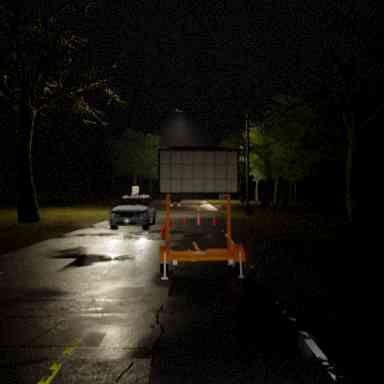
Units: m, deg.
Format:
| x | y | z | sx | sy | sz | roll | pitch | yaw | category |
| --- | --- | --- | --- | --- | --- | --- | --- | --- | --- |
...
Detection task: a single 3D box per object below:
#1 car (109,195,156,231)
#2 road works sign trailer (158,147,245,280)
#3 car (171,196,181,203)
| x | y | z | sx | sy | sz | roll | pitch | yaw | category |
| --- | --- | --- | --- | --- | --- | --- | --- | --- | --- |
| -3.554 | 1.218 | 20.910 | 2.150 | 2.045 | 5.566 | 0 | 0 | 0 | car |
| 0.183 | 0.458 | 10.004 | 2.380 | 3.560 | 2.880 | 0 | 0 | -5 | road works sign trailer |
| -3.350 | 1.560 | 68.348 | 1.882 | 1.535 | 5.008 | 0 | 0 | 0 | car |
